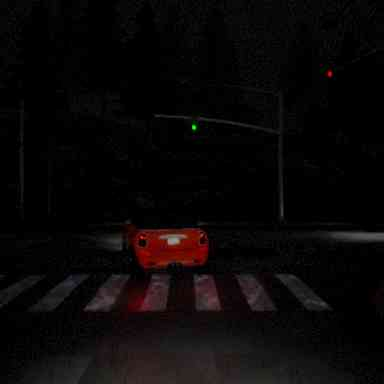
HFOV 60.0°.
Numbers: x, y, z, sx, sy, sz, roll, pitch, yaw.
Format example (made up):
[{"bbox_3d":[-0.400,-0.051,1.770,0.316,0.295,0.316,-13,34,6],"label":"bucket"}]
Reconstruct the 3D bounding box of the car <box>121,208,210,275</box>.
[{"bbox_3d":[-1.032,1.274,10.544,2.097,1.767,4.553,0,0,-15],"label":"car"}]
